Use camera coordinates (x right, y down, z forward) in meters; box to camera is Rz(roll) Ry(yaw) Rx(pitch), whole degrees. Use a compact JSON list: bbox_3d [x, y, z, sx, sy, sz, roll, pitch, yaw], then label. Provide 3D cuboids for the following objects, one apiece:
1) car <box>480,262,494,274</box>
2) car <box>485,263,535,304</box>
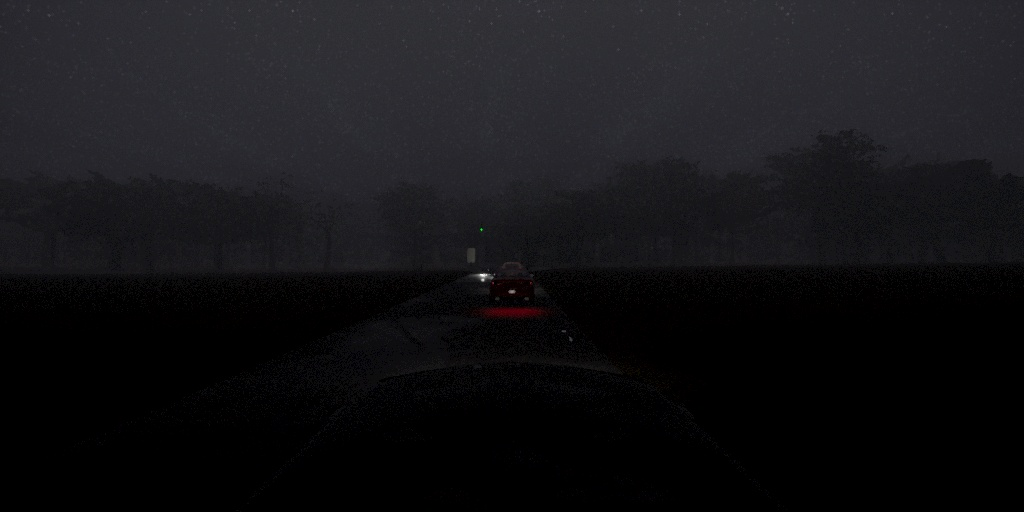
[{"bbox_3d":[-2.750,1.437,43.529,1.994,1.385,4.181,0,0,0],"label":"car"},{"bbox_3d":[0.000,1.252,16.511,1.882,1.535,5.008,0,0,0],"label":"car"}]
